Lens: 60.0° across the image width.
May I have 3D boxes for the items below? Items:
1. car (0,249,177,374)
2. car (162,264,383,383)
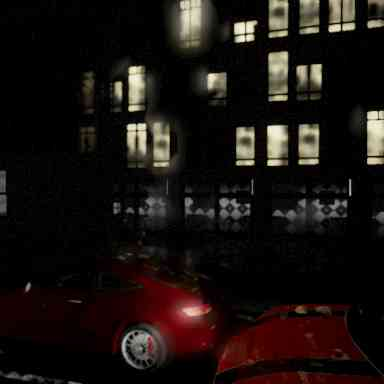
[{"bbox_3d":[-1.547,1.563,5.110,4.206,1.307,1.802,0,0,15],"label":"car"},{"bbox_3d":[2.317,1.355,2.230,4.553,1.767,2.097,0,0,15],"label":"car"}]
